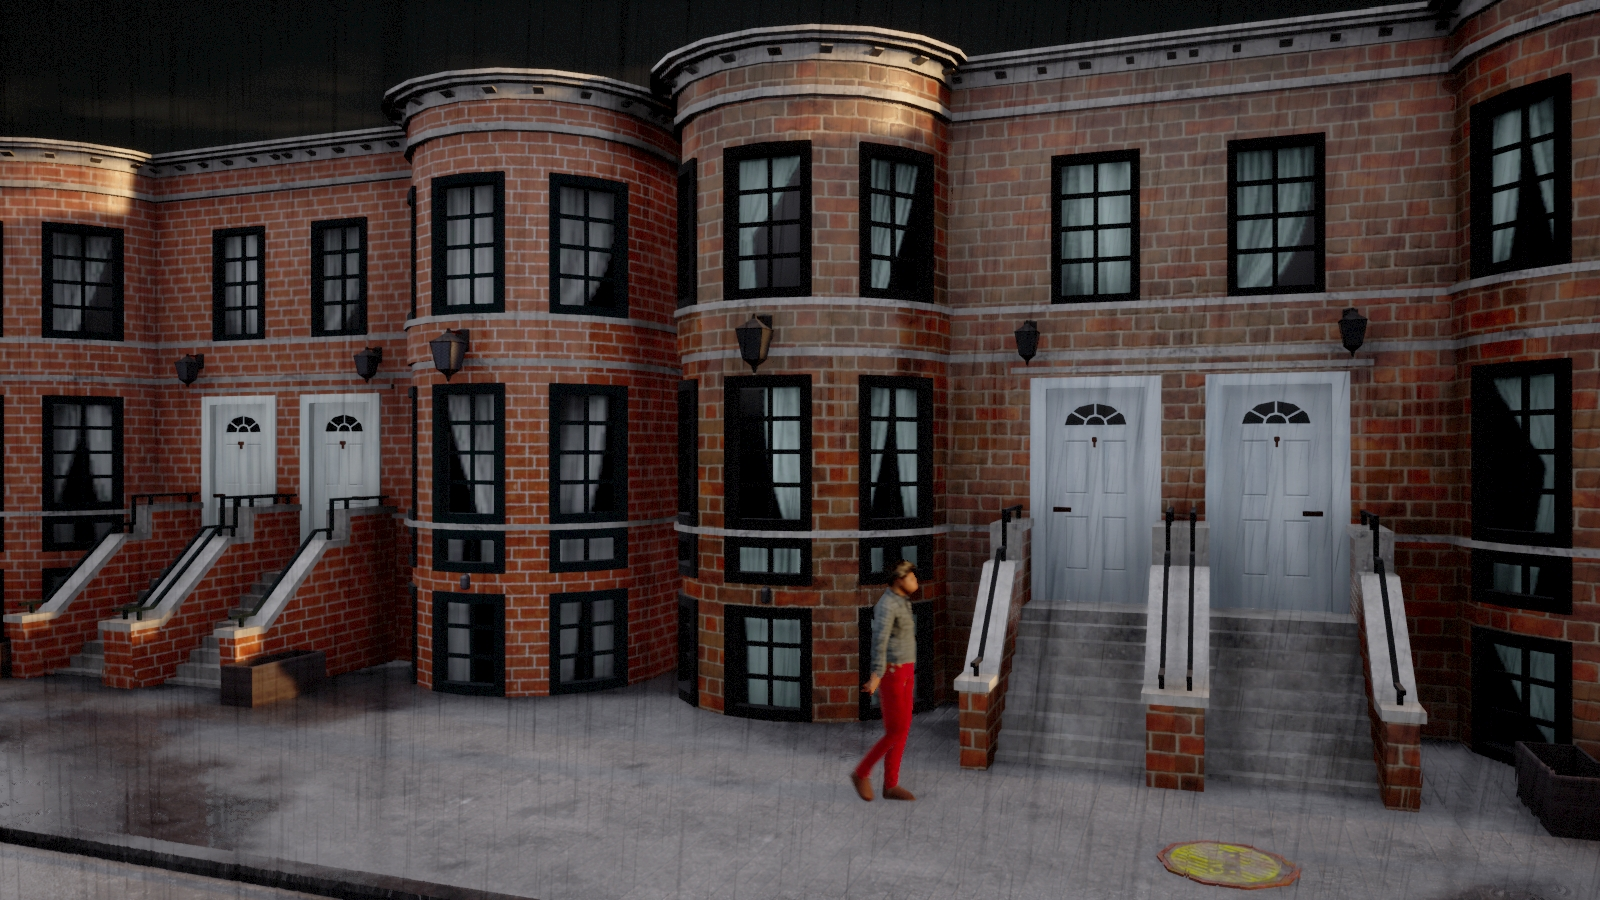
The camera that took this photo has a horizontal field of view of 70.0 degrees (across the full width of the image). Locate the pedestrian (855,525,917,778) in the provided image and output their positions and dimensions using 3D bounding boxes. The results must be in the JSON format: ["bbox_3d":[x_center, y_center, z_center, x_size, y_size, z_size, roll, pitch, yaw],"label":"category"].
[{"bbox_3d":[0.666,1.526,8.800,0.375,1.860,0.375,0,0,23],"label":"pedestrian"}]
